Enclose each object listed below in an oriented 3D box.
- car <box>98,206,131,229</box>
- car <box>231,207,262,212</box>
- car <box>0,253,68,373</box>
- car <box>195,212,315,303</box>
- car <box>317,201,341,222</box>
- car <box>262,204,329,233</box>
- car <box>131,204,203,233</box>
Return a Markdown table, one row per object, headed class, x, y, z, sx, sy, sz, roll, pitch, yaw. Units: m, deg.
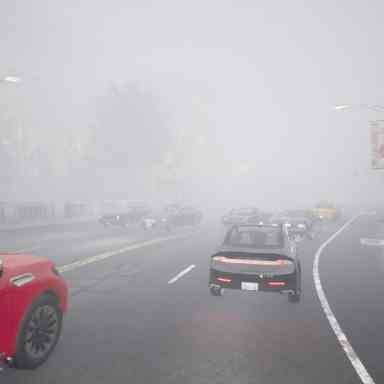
| class | x | y | z | sx | sy | sz | roll | pitch | yaw |
| --- | --- | --- | --- | --- | --- | --- | --- | --- | --- |
| car | -3.951 | 1.601 | 22.068 | 1.895 | 1.301 | 4.718 | 0 | 0 | 30 |
| car | 3.592 | 1.601 | 20.854 | 1.895 | 1.301 | 4.718 | 0 | 0 | 28 |
| car | -3.159 | 1.223 | 2.648 | 2.150 | 2.045 | 5.566 | 0 | 0 | 7 |
| car | 1.691 | 1.492 | 8.355 | 2.128 | 1.511 | 4.902 | 0 | 0 | 15 |
| car | 10.572 | 1.456 | 26.265 | 1.801 | 1.575 | 5.366 | 0 | 0 | 30 |
| car | 5.551 | 1.547 | 17.309 | 2.033 | 1.411 | 5.357 | 0 | 0 | 29 |
| car | -1.096 | 1.493 | 19.998 | 2.128 | 1.511 | 4.902 | 0 | 0 | 30 |
